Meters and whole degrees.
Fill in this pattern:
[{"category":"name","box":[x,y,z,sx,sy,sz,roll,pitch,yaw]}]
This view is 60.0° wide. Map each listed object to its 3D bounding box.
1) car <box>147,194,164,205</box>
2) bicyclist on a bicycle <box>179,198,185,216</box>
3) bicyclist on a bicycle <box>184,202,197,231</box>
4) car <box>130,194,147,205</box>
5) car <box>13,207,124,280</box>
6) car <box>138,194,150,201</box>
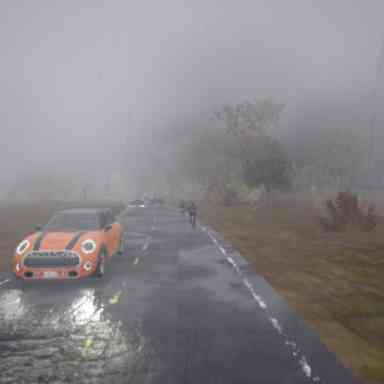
[{"category":"car","box":[-5.825,1.163,54.393,2.097,1.767,4.553,0,0,-12]},{"category":"bicyclist on a bicycle","box":[-0.798,1.347,27.901,0.582,1.620,1.656,0,0,-6]},{"category":"bicyclist on a bicycle","box":[0.038,1.380,18.850,0.582,1.620,1.656,0,0,-4]},{"category":"car","box":[-8.722,1.172,52.970,2.097,1.767,4.553,0,0,-11]},{"category":"car","box":[-3.393,1.317,9.976,2.097,1.767,4.553,0,0,-3]},{"category":"car","box":[-10.641,1.235,73.385,1.882,1.535,5.008,0,0,-17]}]
